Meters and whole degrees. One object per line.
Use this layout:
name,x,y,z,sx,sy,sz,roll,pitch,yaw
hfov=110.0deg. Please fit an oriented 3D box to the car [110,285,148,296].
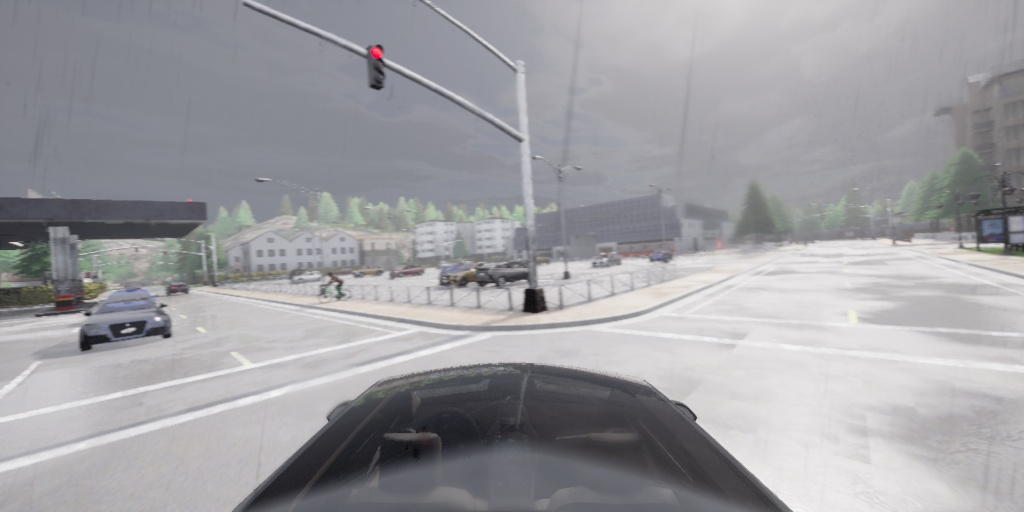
car,-20.336,2.573,19.123,5.008,1.535,1.882,-3,0,43

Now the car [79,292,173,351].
car,-13.135,2.183,12.287,4.181,1.385,1.994,-4,0,43

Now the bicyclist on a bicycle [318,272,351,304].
bicyclist on a bicycle,-9.459,1.668,19.088,0.582,1.620,1.656,-4,0,43

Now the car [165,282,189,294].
car,-40.215,3.911,43.099,4.892,1.490,1.837,-4,0,44
